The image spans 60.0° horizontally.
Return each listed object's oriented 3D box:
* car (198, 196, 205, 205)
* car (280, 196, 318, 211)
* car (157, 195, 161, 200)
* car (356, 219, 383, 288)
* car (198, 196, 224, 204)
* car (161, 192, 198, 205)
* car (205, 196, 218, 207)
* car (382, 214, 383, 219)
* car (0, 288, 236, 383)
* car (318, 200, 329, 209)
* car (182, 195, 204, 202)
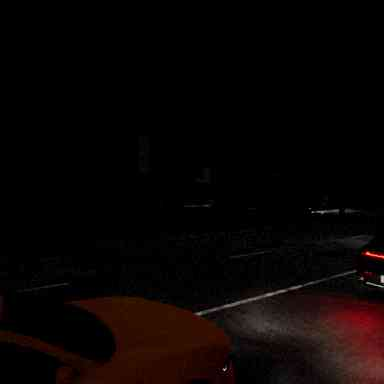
[{"bbox_3d":[1.380,1.366,53.875,1.895,1.301,4.718,-1,0,-39],"label":"car"},{"bbox_3d":[10.658,1.333,36.767,2.033,1.411,5.357,-1,0,-39],"label":"car"},{"bbox_3d":[-6.278,1.238,74.749,2.128,1.511,4.902,-1,0,-38],"label":"car"},{"bbox_3d":[5.825,1.468,7.922,4.892,1.490,1.837,0,0,-36],"label":"car"},{"bbox_3d":[3.224,1.334,57.473,1.895,1.301,4.718,-1,0,-39],"label":"car"},{"bbox_3d":[-2.046,1.017,52.546,2.150,2.045,5.566,-1,0,-39],"label":"car"},{"bbox_3d":[4.508,1.268,44.401,1.882,1.535,5.008,-1,0,-39],"label":"car"},{"bbox_3d":[11.817,1.100,16.855,5.566,2.045,2.150,-1,0,-37],"label":"car"},{"bbox_3d":[-1.879,1.478,2.388,5.008,1.535,1.882,0,0,-36],"label":"car"},{"bbox_3d":[13.472,1.260,38.854,1.837,1.490,4.892,-1,0,-39],"label":"car"},{"bbox_3d":[0.073,1.308,66.972,1.895,1.301,4.718,-1,0,-39],"label":"car"}]
